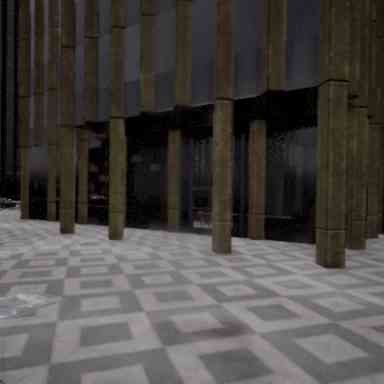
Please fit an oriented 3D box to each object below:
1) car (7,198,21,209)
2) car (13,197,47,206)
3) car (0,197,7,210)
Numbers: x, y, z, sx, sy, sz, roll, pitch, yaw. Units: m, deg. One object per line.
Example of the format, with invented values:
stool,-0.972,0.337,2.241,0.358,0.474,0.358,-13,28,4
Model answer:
car,-24.176,1.465,42.613,1.837,1.490,4.892,1,1,35
car,-25.006,1.421,51.404,1.947,1.339,4.313,1,1,35
car,-24.141,1.557,37.885,2.008,1.369,4.403,1,1,35
